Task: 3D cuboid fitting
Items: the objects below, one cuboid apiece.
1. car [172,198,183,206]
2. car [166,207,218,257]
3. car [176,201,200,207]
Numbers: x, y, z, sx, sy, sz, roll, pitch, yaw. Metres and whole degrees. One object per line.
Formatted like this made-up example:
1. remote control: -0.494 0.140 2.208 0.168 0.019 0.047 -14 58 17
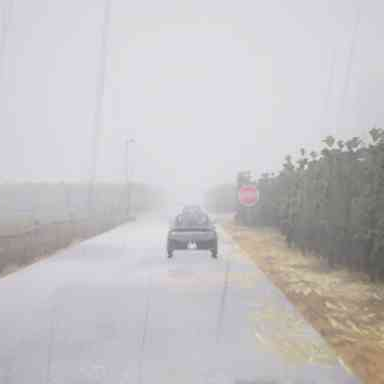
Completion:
1. car: -3.108 2.185 72.030 2.097 1.767 4.553 0 -2 0
2. car: 0.022 1.605 13.482 2.128 1.511 4.902 0 0 1
3. car: 0.006 1.736 27.503 2.033 1.411 5.357 0 0 0
